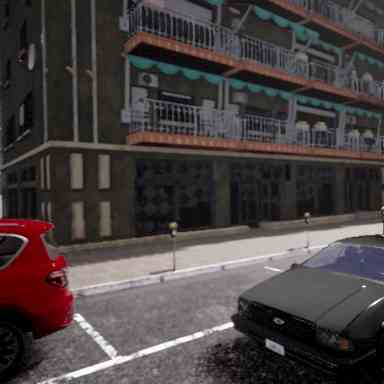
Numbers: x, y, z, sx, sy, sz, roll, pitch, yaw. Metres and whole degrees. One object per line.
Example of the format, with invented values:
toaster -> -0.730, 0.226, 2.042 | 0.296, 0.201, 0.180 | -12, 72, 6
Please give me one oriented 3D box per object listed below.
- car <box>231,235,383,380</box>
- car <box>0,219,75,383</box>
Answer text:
car -> 3.185, 1.502, 5.654 | 5.357, 1.411, 2.033 | -1, 0, -36
car -> -3.946, 1.325, 3.760 | 5.009, 1.841, 2.192 | -1, 0, -36
